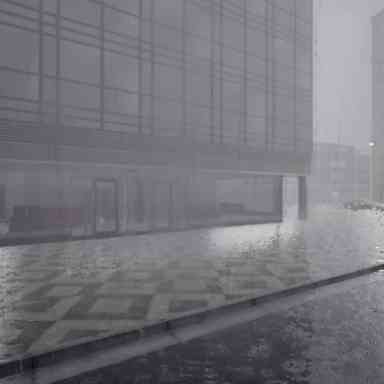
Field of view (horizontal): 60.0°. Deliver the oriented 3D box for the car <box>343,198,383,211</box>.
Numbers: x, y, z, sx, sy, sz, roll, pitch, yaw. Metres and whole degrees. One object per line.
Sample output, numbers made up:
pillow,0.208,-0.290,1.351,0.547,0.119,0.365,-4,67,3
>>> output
car,20.546,1.562,39.464,1.837,1.490,4.892,0,2,-35
